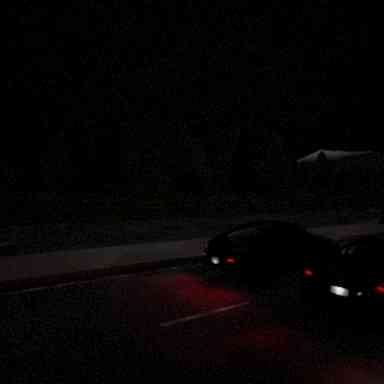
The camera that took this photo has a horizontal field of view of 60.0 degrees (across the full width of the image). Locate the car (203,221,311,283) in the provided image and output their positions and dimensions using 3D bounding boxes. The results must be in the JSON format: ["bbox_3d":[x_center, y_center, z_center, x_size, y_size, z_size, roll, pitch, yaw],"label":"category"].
[{"bbox_3d":[2.465,1.577,9.807,4.674,1.442,1.812,0,0,-36],"label":"car"}]

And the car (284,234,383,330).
[{"bbox_3d":[4.059,1.612,6.643,4.181,1.385,1.994,0,0,-36],"label":"car"}]
